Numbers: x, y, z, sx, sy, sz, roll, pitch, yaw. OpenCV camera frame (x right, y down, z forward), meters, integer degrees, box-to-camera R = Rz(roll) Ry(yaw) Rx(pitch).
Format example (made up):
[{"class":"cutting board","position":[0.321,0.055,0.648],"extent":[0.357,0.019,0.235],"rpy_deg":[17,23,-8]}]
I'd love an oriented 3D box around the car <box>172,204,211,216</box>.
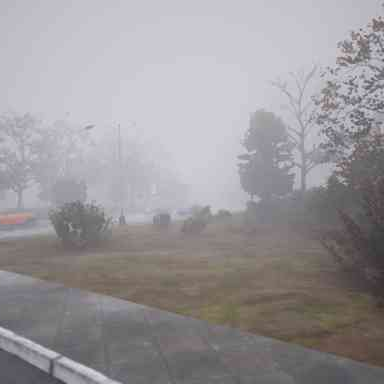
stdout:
[{"class":"car","position":[0.312,2.111,39.698],"extent":[2.033,1.411,5.357],"rpy_deg":[-3,-2,32]}]

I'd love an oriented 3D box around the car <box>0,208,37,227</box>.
[{"class":"car","position":[-15.666,2.167,28.007],"extent":[2.097,1.767,4.553],"rpy_deg":[-3,-2,33]}]

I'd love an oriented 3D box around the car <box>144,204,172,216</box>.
[{"class":"car","position":[-4.552,2.382,45.468],"extent":[2.128,1.511,4.902],"rpy_deg":[-3,-2,32]}]
